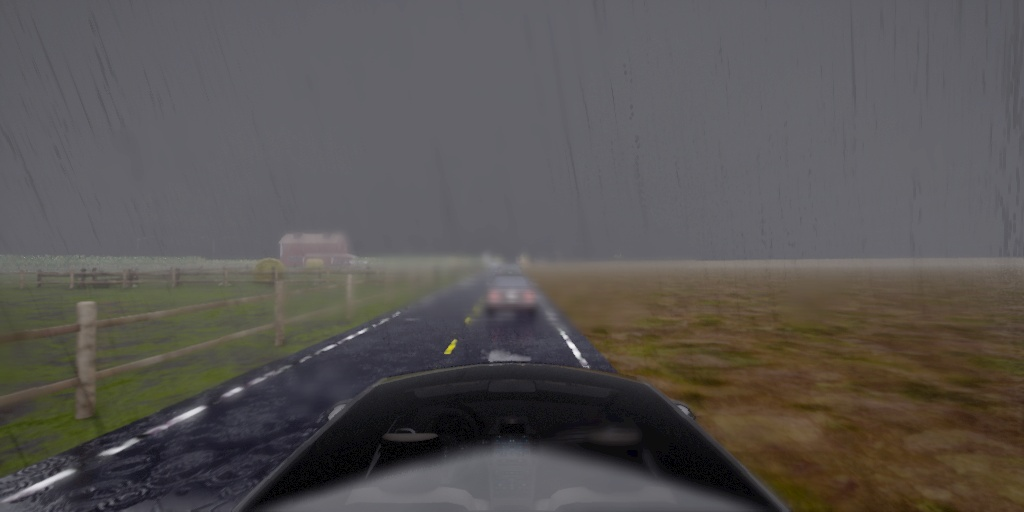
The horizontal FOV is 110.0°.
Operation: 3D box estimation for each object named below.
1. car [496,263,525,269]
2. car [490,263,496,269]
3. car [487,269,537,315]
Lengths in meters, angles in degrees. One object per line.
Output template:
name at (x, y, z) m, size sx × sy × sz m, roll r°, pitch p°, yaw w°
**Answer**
car at (0.030, 1.411, 30.294) m, size 2.097 × 1.767 × 4.553 m, roll 0°, pitch -1°, yaw 0°
car at (-2.794, 1.954, 61.352) m, size 1.812 × 1.442 × 4.674 m, roll 0°, pitch -1°, yaw 0°
car at (0.015, 1.434, 14.382) m, size 2.033 × 1.411 × 5.357 m, roll 0°, pitch -1°, yaw 0°
